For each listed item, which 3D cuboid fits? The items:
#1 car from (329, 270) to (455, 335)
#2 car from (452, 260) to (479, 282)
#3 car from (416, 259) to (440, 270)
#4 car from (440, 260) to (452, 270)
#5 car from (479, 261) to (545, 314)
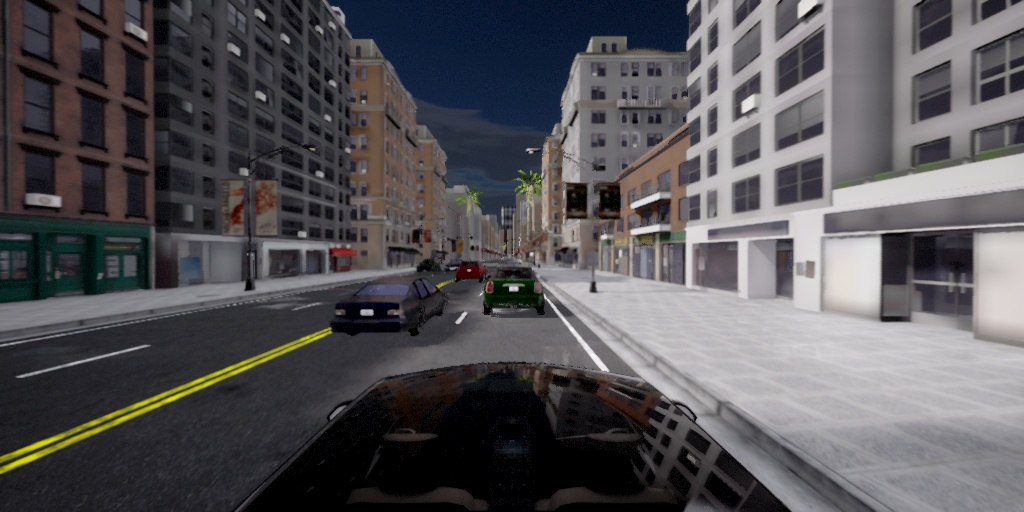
[{"bbox_3d":[-3.203,1.295,10.460,2.033,1.411,5.357,0,0,0],"label":"car"},{"bbox_3d":[-3.173,1.098,28.829,2.097,1.767,4.553,0,0,0],"label":"car"},{"bbox_3d":[-9.835,1.105,42.631,2.097,1.767,4.553,0,0,0],"label":"car"},{"bbox_3d":[-6.588,1.242,41.733,2.128,1.511,4.902,0,0,0],"label":"car"},{"bbox_3d":[0.074,1.097,13.859,2.097,1.767,4.553,0,0,0],"label":"car"}]
